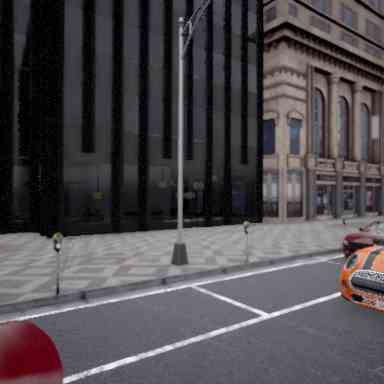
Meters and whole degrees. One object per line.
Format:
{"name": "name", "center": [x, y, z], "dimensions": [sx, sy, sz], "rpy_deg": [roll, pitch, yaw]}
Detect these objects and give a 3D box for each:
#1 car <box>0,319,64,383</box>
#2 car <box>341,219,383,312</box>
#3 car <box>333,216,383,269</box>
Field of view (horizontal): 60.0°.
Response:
{"name": "car", "center": [-3.043, 1.472, 1.170], "dimensions": [5.008, 1.535, 1.882], "rpy_deg": [1, -1, -36]}
{"name": "car", "center": [5.205, 1.418, 7.150], "dimensions": [4.553, 1.767, 2.097], "rpy_deg": [0, 0, -36]}
{"name": "car", "center": [7.173, 1.648, 11.865], "dimensions": [4.507, 1.381, 1.887], "rpy_deg": [0, 0, -36]}
